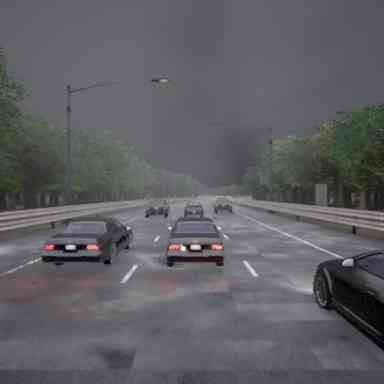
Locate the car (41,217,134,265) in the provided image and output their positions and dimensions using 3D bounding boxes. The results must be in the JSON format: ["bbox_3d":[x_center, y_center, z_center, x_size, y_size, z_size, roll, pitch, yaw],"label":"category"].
[{"bbox_3d":[-3.400,1.612,11.827,2.033,1.411,5.357,0,0,0],"label":"car"}]

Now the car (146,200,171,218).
[{"bbox_3d":[-3.284,1.574,33.104,2.097,1.767,4.553,0,0,1],"label":"car"}]

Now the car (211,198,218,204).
[{"bbox_3d":[5.891,2.405,87.752,1.812,1.442,4.674,0,-1,4],"label":"car"}]

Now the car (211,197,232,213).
[{"bbox_3d":[3.750,1.634,41.146,2.097,1.767,4.553,0,-1,1],"label":"car"}]

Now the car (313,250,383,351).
[{"bbox_3d":[3.498,1.580,5.239,1.994,1.385,4.181,0,0,0],"label":"car"}]

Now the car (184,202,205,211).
[{"bbox_3d":[0.218,1.715,33.334,2.128,1.511,4.902,0,0,1],"label":"car"}]

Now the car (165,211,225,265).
[{"bbox_3d":[0.098,1.612,11.849,2.033,1.411,5.357,0,0,0],"label":"car"}]
